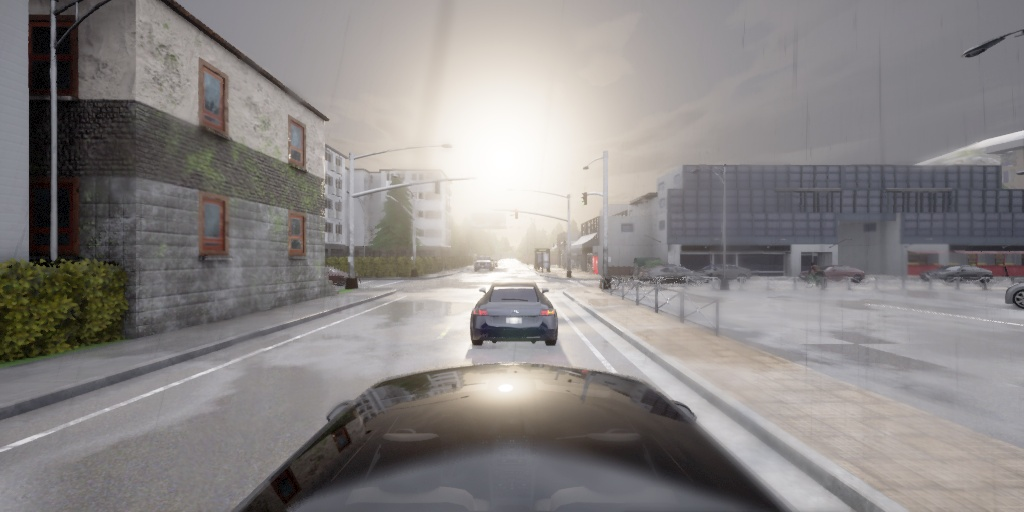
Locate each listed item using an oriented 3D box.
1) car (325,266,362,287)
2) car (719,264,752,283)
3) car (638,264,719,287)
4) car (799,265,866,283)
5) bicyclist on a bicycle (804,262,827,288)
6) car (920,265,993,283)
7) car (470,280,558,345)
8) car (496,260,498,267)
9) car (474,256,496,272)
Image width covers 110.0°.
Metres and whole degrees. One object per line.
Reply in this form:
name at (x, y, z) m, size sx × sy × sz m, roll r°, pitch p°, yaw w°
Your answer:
car at (-13.234, 1.452, 25.648) m, size 4.674 × 1.442 × 1.812 m, roll 0°, pitch 0°, yaw 1°
car at (17.037, 1.417, 29.569) m, size 4.902 × 1.511 × 2.128 m, roll 0°, pitch 0°, yaw 0°
car at (11.665, 1.418, 25.850) m, size 4.902 × 1.511 × 2.128 m, roll 0°, pitch 0°, yaw 0°
car at (26.402, 1.452, 29.597) m, size 4.674 × 1.442 × 1.812 m, roll 0°, pitch 0°, yaw 0°
bicyclist on a bicycle at (18.692, 1.227, 22.092) m, size 0.582 × 1.620 × 1.656 m, roll 0°, pitch 0°, yaw 0°
car at (36.712, 1.452, 29.617) m, size 4.674 × 1.442 × 1.812 m, roll 0°, pitch 0°, yaw 0°
car at (0.054, 1.314, 9.473) m, size 1.994 × 1.385 × 4.181 m, roll 0°, pitch 0°, yaw 0°
car at (-3.647, 1.351, 56.983) m, size 1.895 × 1.301 × 4.718 m, roll 0°, pitch 0°, yaw 0°
car at (-3.647, 0.972, 47.090) m, size 2.150 × 2.045 × 5.566 m, roll 0°, pitch 0°, yaw 0°
